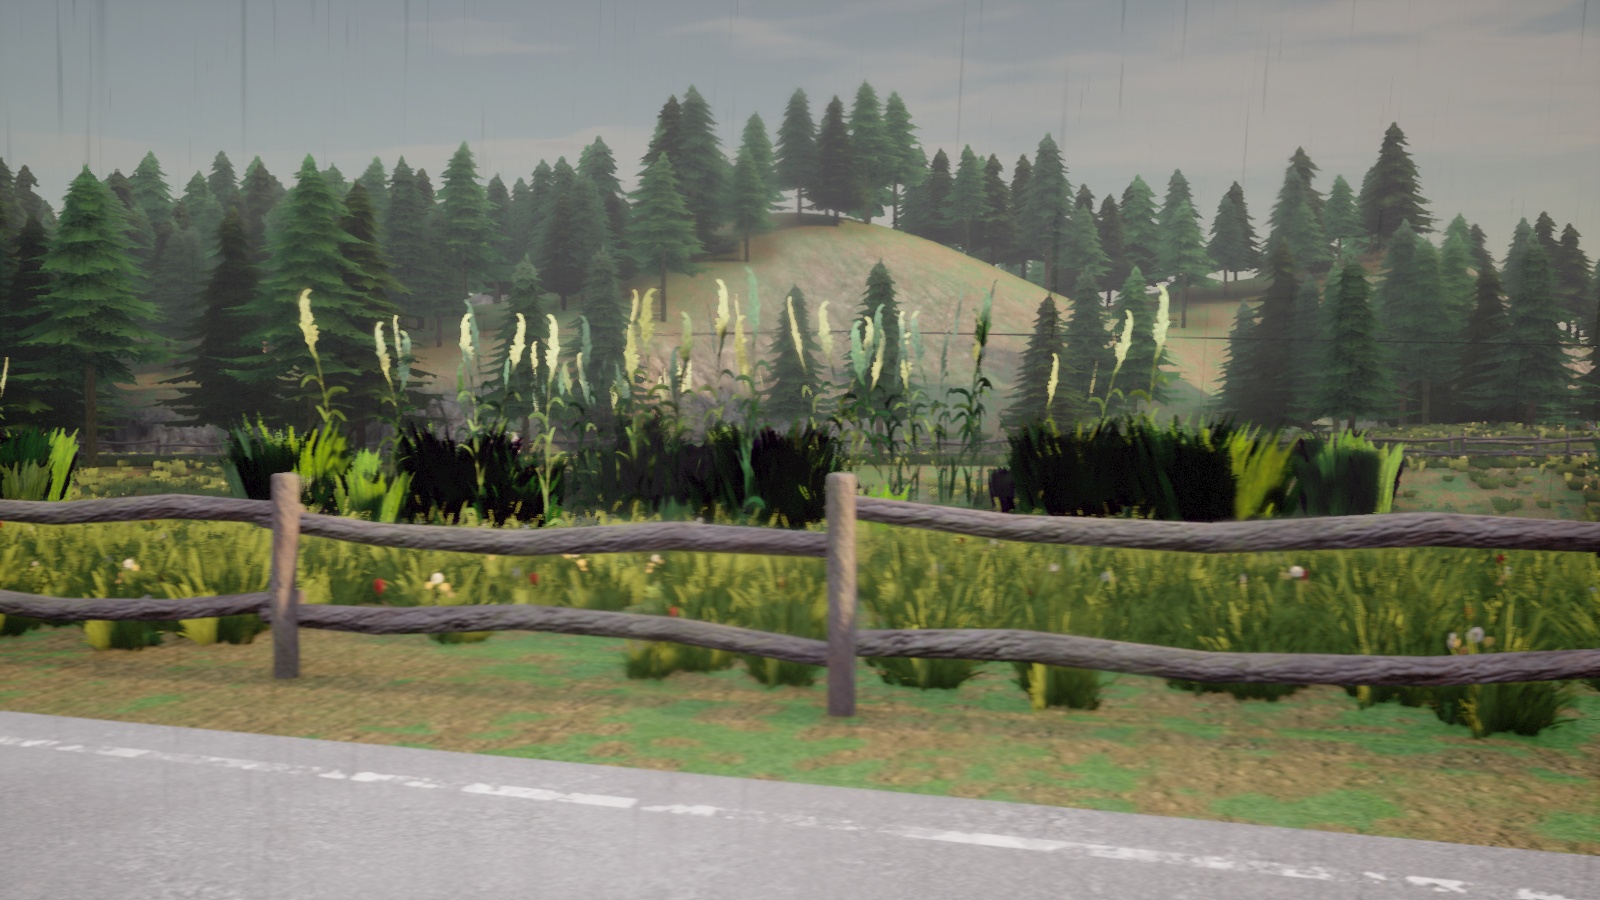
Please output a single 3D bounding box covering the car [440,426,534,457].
[{"bbox_3d":[-17.559,-0.490,70.540,4.611,1.667,2.242,0,1,9],"label":"car"}]
